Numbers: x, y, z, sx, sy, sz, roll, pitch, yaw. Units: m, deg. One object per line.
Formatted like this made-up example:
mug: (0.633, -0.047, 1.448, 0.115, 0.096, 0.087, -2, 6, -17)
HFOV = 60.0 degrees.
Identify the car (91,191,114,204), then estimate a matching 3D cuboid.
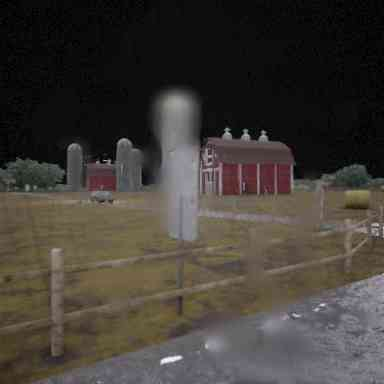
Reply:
car: (-14.302, 0.835, 52.978, 2.150, 2.045, 5.566, 1, 0, -35)
